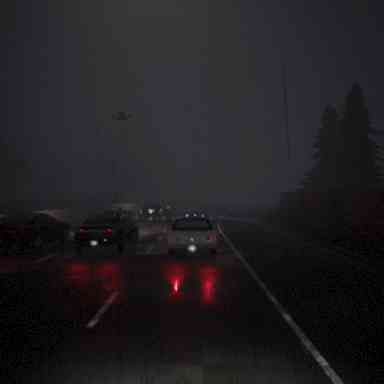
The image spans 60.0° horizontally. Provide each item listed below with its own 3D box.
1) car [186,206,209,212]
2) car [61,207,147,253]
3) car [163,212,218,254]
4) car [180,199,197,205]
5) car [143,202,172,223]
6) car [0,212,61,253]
[{"bbox_3d":[0.467,1.866,27.898,1.895,1.301,4.718,0,-1,6],"label":"car"},{"bbox_3d":[-3.486,1.629,14.295,2.128,1.511,4.902,0,0,0],"label":"car"},{"bbox_3d":[0.011,1.736,14.108,1.895,1.301,4.718,0,-1,0],"label":"car"},{"bbox_3d":[-0.784,2.377,82.397,1.895,1.301,4.718,0,-1,35],"label":"car"},{"bbox_3d":[-3.017,1.619,28.219,2.097,1.767,4.553,0,-1,6],"label":"car"},{"bbox_3d":[-6.984,1.616,14.481,1.882,1.535,5.008,0,0,0],"label":"car"}]
